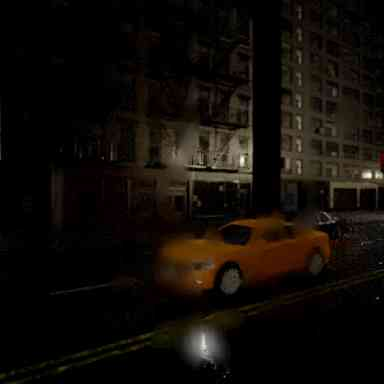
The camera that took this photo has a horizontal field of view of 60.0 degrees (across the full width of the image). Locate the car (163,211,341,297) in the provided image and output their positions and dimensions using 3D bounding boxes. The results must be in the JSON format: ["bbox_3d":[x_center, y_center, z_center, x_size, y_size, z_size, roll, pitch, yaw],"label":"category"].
[{"bbox_3d":[1.609,1.490,8.819,5.008,1.535,1.882,0,0,-35],"label":"car"}]

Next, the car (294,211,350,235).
[{"bbox_3d":[5.097,1.572,15.294,5.357,1.411,2.033,0,0,-35],"label":"car"}]
